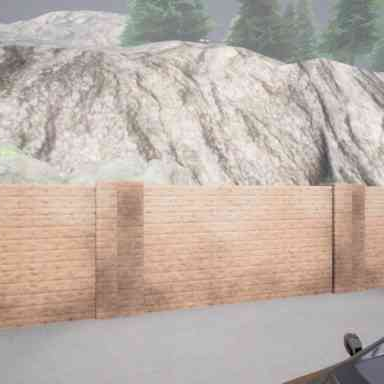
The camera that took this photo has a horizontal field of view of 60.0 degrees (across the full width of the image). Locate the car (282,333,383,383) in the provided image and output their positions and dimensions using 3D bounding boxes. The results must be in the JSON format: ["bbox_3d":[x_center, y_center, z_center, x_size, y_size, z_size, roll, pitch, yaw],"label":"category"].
[{"bbox_3d":[2.207,1.492,1.887,4.902,1.511,2.128,0,0,-18],"label":"car"}]
